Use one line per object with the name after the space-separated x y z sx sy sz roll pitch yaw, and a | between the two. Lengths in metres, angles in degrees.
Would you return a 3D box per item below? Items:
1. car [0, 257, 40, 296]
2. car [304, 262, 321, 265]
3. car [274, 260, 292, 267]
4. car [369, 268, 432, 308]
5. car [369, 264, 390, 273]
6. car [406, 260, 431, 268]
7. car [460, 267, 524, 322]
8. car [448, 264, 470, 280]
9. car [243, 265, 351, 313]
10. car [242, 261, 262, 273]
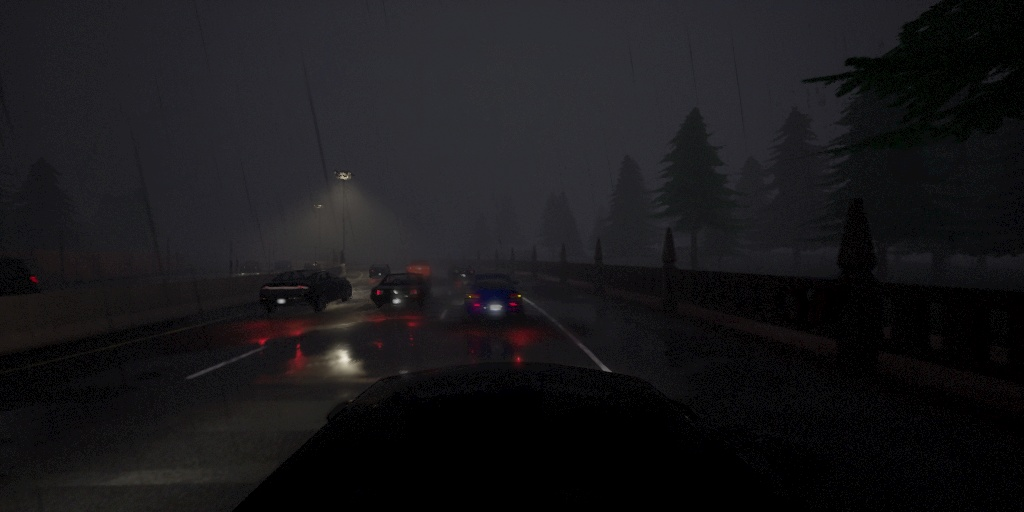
-18.207 1.043 10.727 2.150 2.045 5.566 0 0 -7 | car
-26.138 1.424 47.053 1.994 1.385 4.181 0 0 -29 | car
-32.499 1.363 50.963 1.882 1.535 5.008 0 0 -32 | car
-4.532 1.371 15.403 1.895 1.301 4.718 0 0 -8 | car
-13.104 1.409 35.626 1.895 1.301 4.718 0 0 -20 | car
-8.747 1.143 33.554 2.097 1.767 4.553 0 0 -17 | car
-0.692 1.281 12.328 1.812 1.442 4.674 0 0 -6 | car
-4.656 1.376 32.311 1.895 1.301 4.718 0 0 -17 | car
-7.936 1.275 14.255 2.128 1.511 4.902 0 0 -7 | car
-34.649 1.371 47.826 1.882 1.535 5.008 0 0 -32 | car
